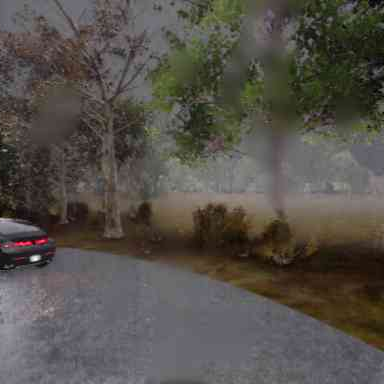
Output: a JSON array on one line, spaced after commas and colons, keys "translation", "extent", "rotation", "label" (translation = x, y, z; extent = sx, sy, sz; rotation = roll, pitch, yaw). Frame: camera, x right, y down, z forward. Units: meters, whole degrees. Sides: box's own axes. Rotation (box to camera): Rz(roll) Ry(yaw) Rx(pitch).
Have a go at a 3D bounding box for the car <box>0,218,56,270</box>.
[{"translation": [-6.306, 1.595, 10.445], "extent": [4.892, 1.490, 1.837], "rotation": [-1, 0, 33], "label": "car"}]
